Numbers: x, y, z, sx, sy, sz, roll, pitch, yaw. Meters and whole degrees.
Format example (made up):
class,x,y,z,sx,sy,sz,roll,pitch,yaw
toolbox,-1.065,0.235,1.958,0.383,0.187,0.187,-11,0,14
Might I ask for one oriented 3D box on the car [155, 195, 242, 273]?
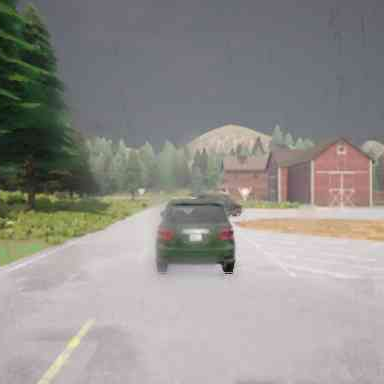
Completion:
class,x,y,z,sx,sy,sz,roll,pitch,yaw
car,0.095,1.228,10.852,2.150,2.045,5.566,0,0,0

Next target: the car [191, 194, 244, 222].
class,x,y,z,sx,sy,sz,roll,pitch,yaw
car,2.281,1.232,28.229,2.150,2.045,5.566,-1,0,31

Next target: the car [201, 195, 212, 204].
class,x,y,z,sx,sy,sz,roll,pitch,yaw
car,2.935,1.501,67.189,1.816,1.474,4.193,-6,0,-2
